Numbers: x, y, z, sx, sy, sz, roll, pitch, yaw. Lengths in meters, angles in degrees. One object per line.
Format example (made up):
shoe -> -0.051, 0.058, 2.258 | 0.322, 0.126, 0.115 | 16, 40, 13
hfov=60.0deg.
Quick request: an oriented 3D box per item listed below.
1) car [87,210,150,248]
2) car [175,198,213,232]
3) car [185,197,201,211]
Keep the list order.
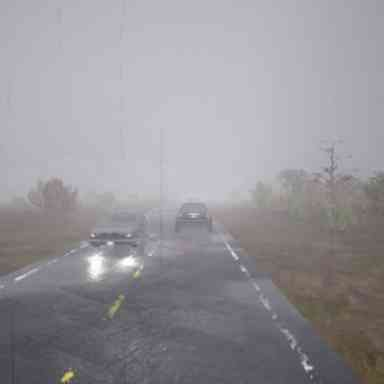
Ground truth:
car -> -3.051, 1.547, 15.124 | 2.033, 1.411, 5.357 | 0, 0, 1
car -> 0.106, 1.351, 20.374 | 2.097, 1.767, 4.553 | 0, 0, 0
car -> 0.116, 1.473, 42.681 | 1.882, 1.535, 5.008 | 0, 0, 0
